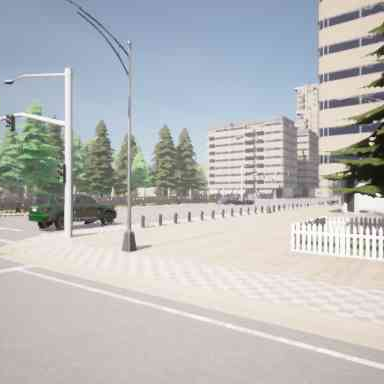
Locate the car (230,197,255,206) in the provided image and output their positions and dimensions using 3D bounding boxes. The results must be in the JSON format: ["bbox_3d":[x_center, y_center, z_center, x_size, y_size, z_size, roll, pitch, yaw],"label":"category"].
[{"bbox_3d":[8.805,1.664,55.845,1.895,1.301,4.718,0,0,36],"label":"car"}]

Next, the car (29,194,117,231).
[{"bbox_3d":[-7.391,1.124,21.133,2.150,2.045,5.566,0,0,36],"label":"car"}]

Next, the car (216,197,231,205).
[{"bbox_3d":[5.974,1.566,57.904,1.812,1.442,4.674,0,0,36],"label":"car"}]
